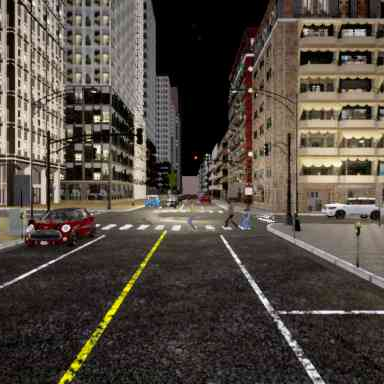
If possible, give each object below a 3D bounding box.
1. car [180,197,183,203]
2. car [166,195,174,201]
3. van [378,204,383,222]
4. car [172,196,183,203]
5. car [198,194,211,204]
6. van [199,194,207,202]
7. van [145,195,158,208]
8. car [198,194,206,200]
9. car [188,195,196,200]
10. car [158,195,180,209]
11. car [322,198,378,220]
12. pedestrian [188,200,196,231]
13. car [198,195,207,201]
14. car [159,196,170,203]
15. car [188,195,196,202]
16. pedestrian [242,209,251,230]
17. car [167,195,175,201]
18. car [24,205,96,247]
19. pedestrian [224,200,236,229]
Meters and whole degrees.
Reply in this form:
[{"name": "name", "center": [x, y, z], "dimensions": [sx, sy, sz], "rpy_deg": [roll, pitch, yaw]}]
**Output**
[{"name": "car", "center": [-3.098, 1.508, 56.667], "dimensions": [2.128, 1.511, 4.902], "rpy_deg": [0, 0, 0]}, {"name": "car", "center": [-5.709, 1.479, 86.137], "dimensions": [1.967, 1.590, 4.097], "rpy_deg": [0, 0, 0]}, {"name": "van", "center": [16.925, 1.706, 25.545], "dimensions": [3.998, 1.788, 1.690], "rpy_deg": [1, -1, 0]}, {"name": "car", "center": [-3.014, 1.578, 69.958], "dimensions": [1.994, 1.385, 4.181], "rpy_deg": [0, 0, 0]}, {"name": "car", "center": [2.676, 1.336, 63.937], "dimensions": [2.192, 1.841, 5.009], "rpy_deg": [0, 0, 0]}, {"name": "van", "center": [2.672, 1.375, 80.590], "dimensions": [1.690, 1.788, 3.998], "rpy_deg": [0, 0, 0]}, {"name": "van", "center": [-5.701, 1.352, 47.281], "dimensions": [1.690, 1.788, 3.998], "rpy_deg": [0, 0, 0]}, {"name": "car", "center": [2.670, 1.359, 91.691], "dimensions": [2.192, 1.841, 5.009], "rpy_deg": [0, 0, 0]}, {"name": "car", "center": [-0.015, 1.484, 86.814], "dimensions": [1.895, 1.301, 4.718], "rpy_deg": [0, 0, 0]}, {"name": "car", "center": [-3.107, 1.502, 46.211], "dimensions": [2.128, 1.511, 4.902], "rpy_deg": [0, 0, 0]}, {"name": "car", "center": [15.280, 1.546, 31.473], "dimensions": [5.566, 2.045, 2.150], "rpy_deg": [1, 0, -2]}, {"name": "pedestrian", "center": [0.045, 1.295, 18.943], "dimensions": [0.375, 1.860, 0.375], "rpy_deg": [0, 0, 0]}, {"name": "car", "center": [2.672, 1.589, 86.140], "dimensions": [2.008, 1.369, 4.403], "rpy_deg": [0, 0, 0]}, {"name": "car", "center": [-5.705, 1.550, 69.315], "dimensions": [1.752, 1.417, 4.829], "rpy_deg": [0, 0, 0]}, {"name": "car", "center": [-0.012, 1.500, 76.361], "dimensions": [1.882, 1.535, 5.008], "rpy_deg": [0, 0, 0]}, {"name": "pedestrian", "center": [3.214, 1.575, 19.544], "dimensions": [0.375, 1.300, 0.375], "rpy_deg": [0, 0, 0]}, {"name": "car", "center": [-5.710, 1.569, 91.518], "dimensions": [1.752, 1.417, 4.829], "rpy_deg": [0, 0, 0]}, {"name": "car", "center": [-5.694, 1.441, 14.807], "dimensions": [1.967, 1.590, 4.097], "rpy_deg": [0, 0, 0]}, {"name": "pedestrian", "center": [2.298, 1.304, 20.143], "dimensions": [0.375, 1.860, 0.375], "rpy_deg": [0, 0, 0]}]
